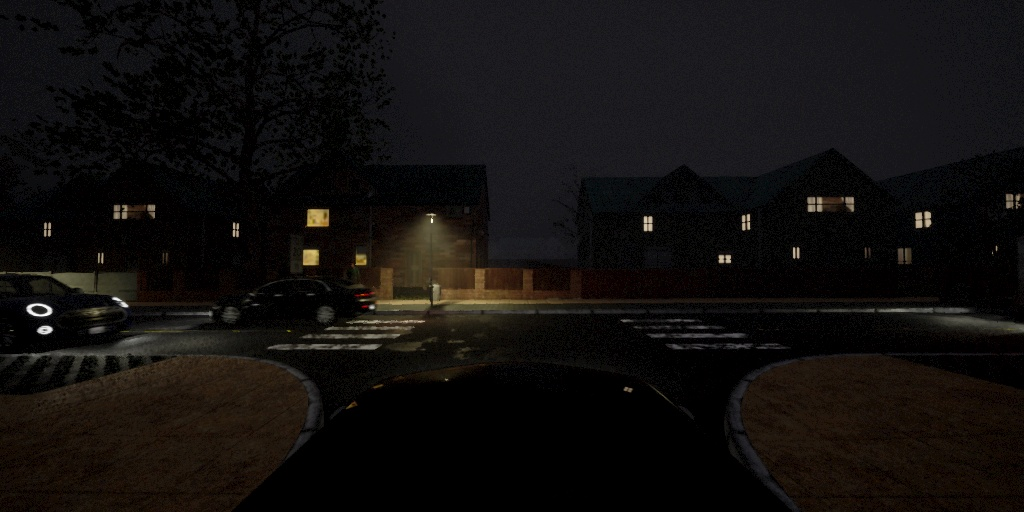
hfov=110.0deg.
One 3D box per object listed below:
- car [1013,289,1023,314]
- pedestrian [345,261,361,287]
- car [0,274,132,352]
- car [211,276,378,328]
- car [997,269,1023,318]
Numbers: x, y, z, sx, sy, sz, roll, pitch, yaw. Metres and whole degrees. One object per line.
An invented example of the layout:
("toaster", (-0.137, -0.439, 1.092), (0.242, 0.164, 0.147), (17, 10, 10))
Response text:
("car", (14.968, 0.981, 7.965), (4.553, 1.767, 2.097), (0, -1, 2))
("pedestrian", (-6.466, 1.113, 14.473), (0.375, 1.860, 0.375), (0, -1, 2))
("car", (-12.305, 1.233, 8.781), (4.553, 1.767, 2.097), (-1, -1, 2))
("car", (-6.889, 1.406, 11.566), (4.892, 1.490, 1.837), (-1, -1, 2))
("car", (18.514, 1.153, 10.807), (5.008, 1.535, 1.882), (0, -1, 2))
